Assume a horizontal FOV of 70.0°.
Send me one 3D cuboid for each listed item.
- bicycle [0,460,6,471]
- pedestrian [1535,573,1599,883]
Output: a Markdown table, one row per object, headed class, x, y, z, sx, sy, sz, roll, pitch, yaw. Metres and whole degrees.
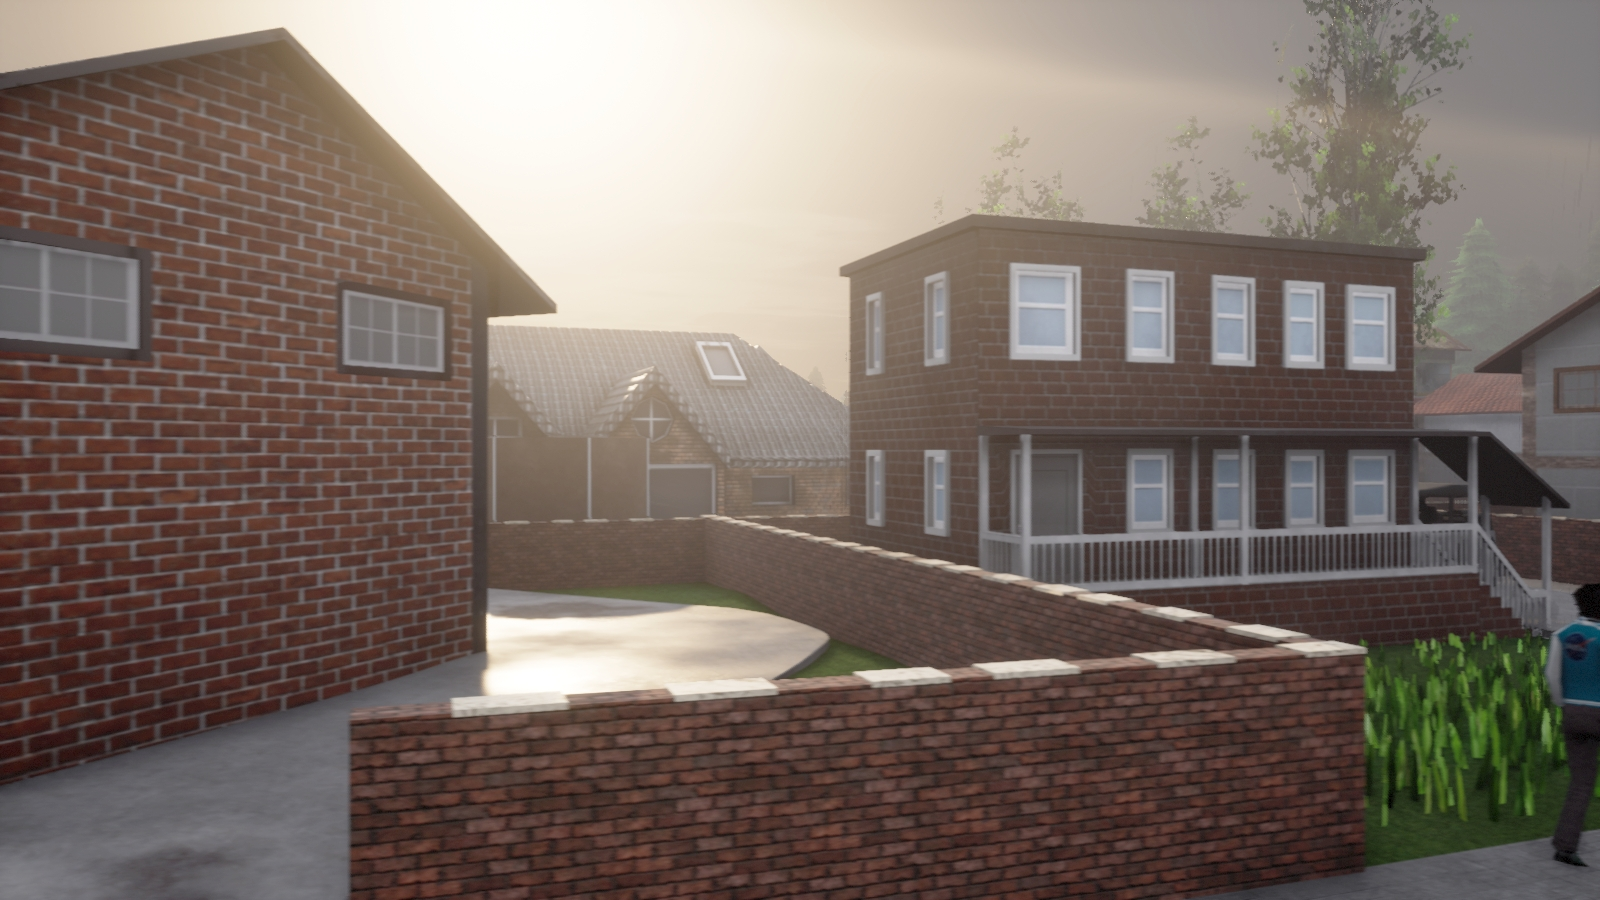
| class | x | y | z | sx | sy | sz | roll | pitch | yaw |
| --- | --- | --- | --- | --- | --- | --- | --- | --- | --- |
| bicycle | -109.099 | 2.096 | 155.305 | 1.835 | 1.471 | 0.329 | 0 | 0 | -20 |
| pedestrian | 5.003 | 1.740 | 7.295 | 0.375 | 1.860 | 0.375 | 0 | 0 | -23 |
